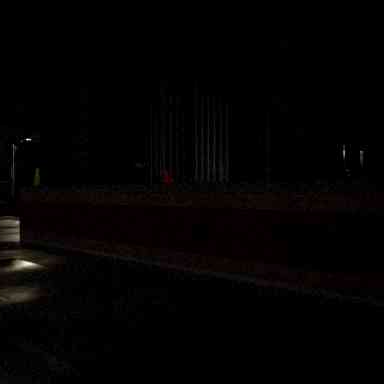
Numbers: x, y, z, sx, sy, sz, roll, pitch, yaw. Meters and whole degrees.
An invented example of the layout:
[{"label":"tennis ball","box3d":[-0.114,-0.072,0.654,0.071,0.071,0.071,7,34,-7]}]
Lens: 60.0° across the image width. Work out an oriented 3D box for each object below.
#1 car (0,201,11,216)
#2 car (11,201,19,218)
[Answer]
[{"label":"car","box3d":[-16.375,1.547,29.061,2.128,1.511,4.902,0,0,37]},{"label":"car","box3d":[-12.217,1.603,28.783,2.033,1.411,5.357,0,0,37]}]
